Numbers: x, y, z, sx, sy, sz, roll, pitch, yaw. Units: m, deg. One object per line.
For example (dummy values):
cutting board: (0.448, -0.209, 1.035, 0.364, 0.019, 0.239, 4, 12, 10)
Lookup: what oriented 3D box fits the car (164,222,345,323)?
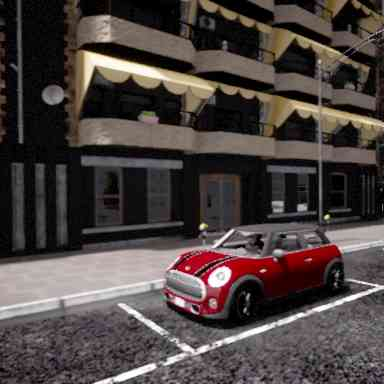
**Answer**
car: (1.405, 1.442, 7.116, 4.097, 1.590, 1.967, 0, -1, -36)
